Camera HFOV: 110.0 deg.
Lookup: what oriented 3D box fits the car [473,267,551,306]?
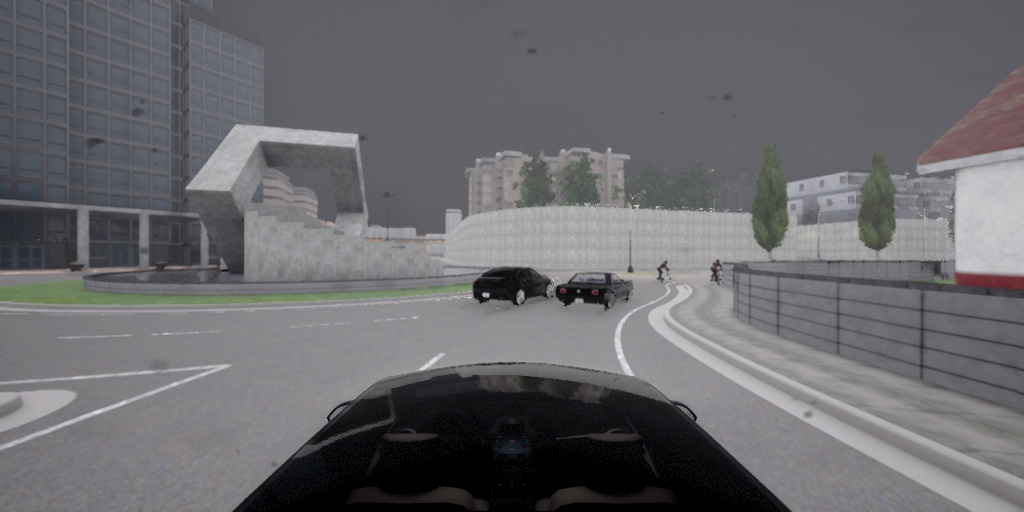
[{"bbox_3d":[0.218,1.202,15.525,1.837,1.490,4.892,0,0,29],"label":"car"}]

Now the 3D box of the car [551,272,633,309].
[{"bbox_3d":[3.586,1.310,14.760,1.895,1.301,4.718,0,0,31],"label":"car"}]

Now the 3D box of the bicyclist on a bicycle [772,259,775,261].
[{"bbox_3d":[25.936,1.141,35.818,1.656,1.620,0.582,0,0,7],"label":"bicyclist on a bicycle"}]

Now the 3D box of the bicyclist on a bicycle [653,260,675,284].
[{"bbox_3d":[10.759,1.141,25.397,1.656,1.620,0.582,0,0,-7],"label":"bicyclist on a bicycle"}]

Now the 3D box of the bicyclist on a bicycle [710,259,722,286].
[{"bbox_3d":[12.699,1.009,22.271,1.656,1.620,0.582,0,0,-35],"label":"bicyclist on a bicycle"}]
